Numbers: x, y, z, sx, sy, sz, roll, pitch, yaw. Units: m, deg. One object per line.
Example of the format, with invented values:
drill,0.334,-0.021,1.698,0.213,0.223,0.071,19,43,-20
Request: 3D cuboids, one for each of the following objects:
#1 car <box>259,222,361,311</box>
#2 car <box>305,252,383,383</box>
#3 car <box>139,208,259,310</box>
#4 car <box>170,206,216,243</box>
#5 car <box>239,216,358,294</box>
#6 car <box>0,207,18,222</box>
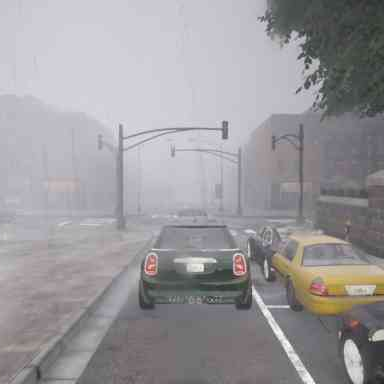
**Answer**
car,2.685,1.524,7.605,1.752,1.417,4.829,-1,0,0
car,2.625,1.550,2.443,2.008,1.369,4.403,-1,0,0
car,0.077,1.350,7.986,2.097,1.767,4.553,0,0,0
car,0.036,1.556,17.421,2.033,1.411,5.357,0,0,0
car,2.665,1.549,9.579,2.008,1.369,4.403,-1,0,0
car,-14.725,1.427,23.081,4.892,1.490,1.837,1,1,0
